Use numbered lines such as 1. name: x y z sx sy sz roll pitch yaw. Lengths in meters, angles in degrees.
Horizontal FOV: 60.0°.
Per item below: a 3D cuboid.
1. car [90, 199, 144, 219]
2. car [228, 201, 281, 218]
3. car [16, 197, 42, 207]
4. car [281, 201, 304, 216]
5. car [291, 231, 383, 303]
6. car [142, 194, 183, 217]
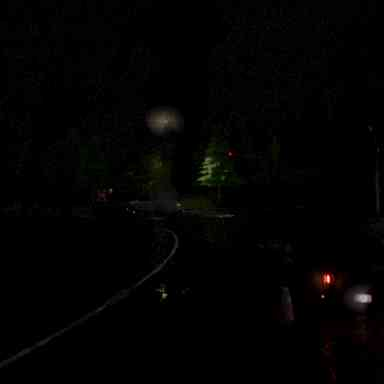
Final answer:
1. car: -6.859 1.519 29.175 4.674 1.442 1.812 0 0 31
2. car: 5.407 1.554 29.994 4.181 1.385 1.994 0 0 31
3. car: -25.849 1.495 52.773 4.892 1.490 1.837 0 0 31
4. car: 8.637 1.553 32.138 4.181 1.385 1.994 0 0 31
5. car: 3.508 1.598 8.090 1.895 1.301 4.718 0 0 12
6. car: -3.511 1.213 31.251 5.566 2.045 2.150 0 0 31
